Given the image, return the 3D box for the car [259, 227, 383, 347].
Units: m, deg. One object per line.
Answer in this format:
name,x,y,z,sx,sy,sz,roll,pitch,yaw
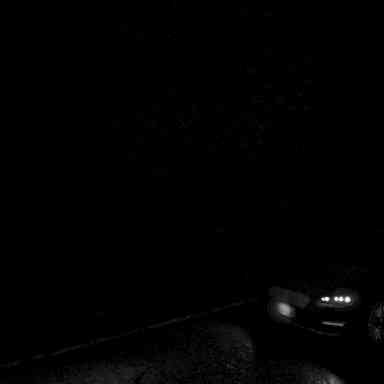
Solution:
car,3.383,1.487,6.396,4.902,1.511,2.128,0,0,-35
